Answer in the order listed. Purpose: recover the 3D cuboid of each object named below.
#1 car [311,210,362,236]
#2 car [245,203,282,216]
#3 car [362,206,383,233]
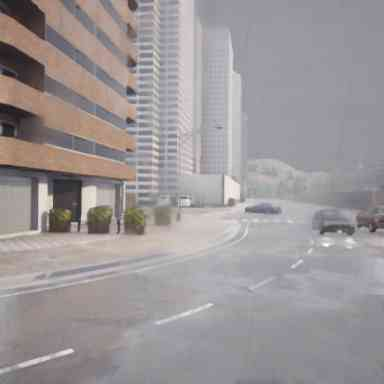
[{"bbox_3d":[8.789,1.850,21.100,2.033,1.411,5.357,0,-1,12],"label":"car"},{"bbox_3d":[8.688,2.082,40.710,4.674,1.442,1.812,0,-1,43],"label":"car"},{"bbox_3d":[12.622,1.699,22.359,2.097,1.767,4.553,0,-1,12],"label":"car"}]
